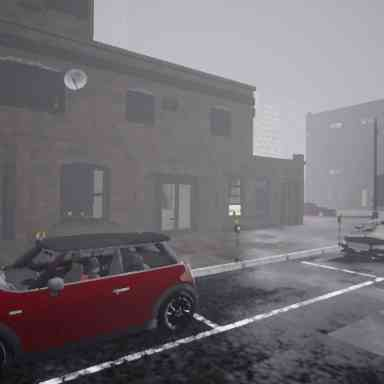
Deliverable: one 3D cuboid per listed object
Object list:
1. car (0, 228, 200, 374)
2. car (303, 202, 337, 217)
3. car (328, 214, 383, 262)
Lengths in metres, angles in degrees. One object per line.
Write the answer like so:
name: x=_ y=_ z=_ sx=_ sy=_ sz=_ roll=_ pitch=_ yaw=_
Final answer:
car: x=-1.948 y=1.439 z=5.150 sx=4.097 sy=1.590 sz=1.967 roll=0 pitch=1 yaw=-35
car: x=11.361 y=1.620 z=31.381 sx=1.887 sy=1.381 sz=4.507 roll=1 pitch=-1 yaw=-35
car: x=6.854 y=1.554 z=11.432 sx=4.403 sy=1.369 sz=2.008 roll=0 pitch=1 yaw=-35
